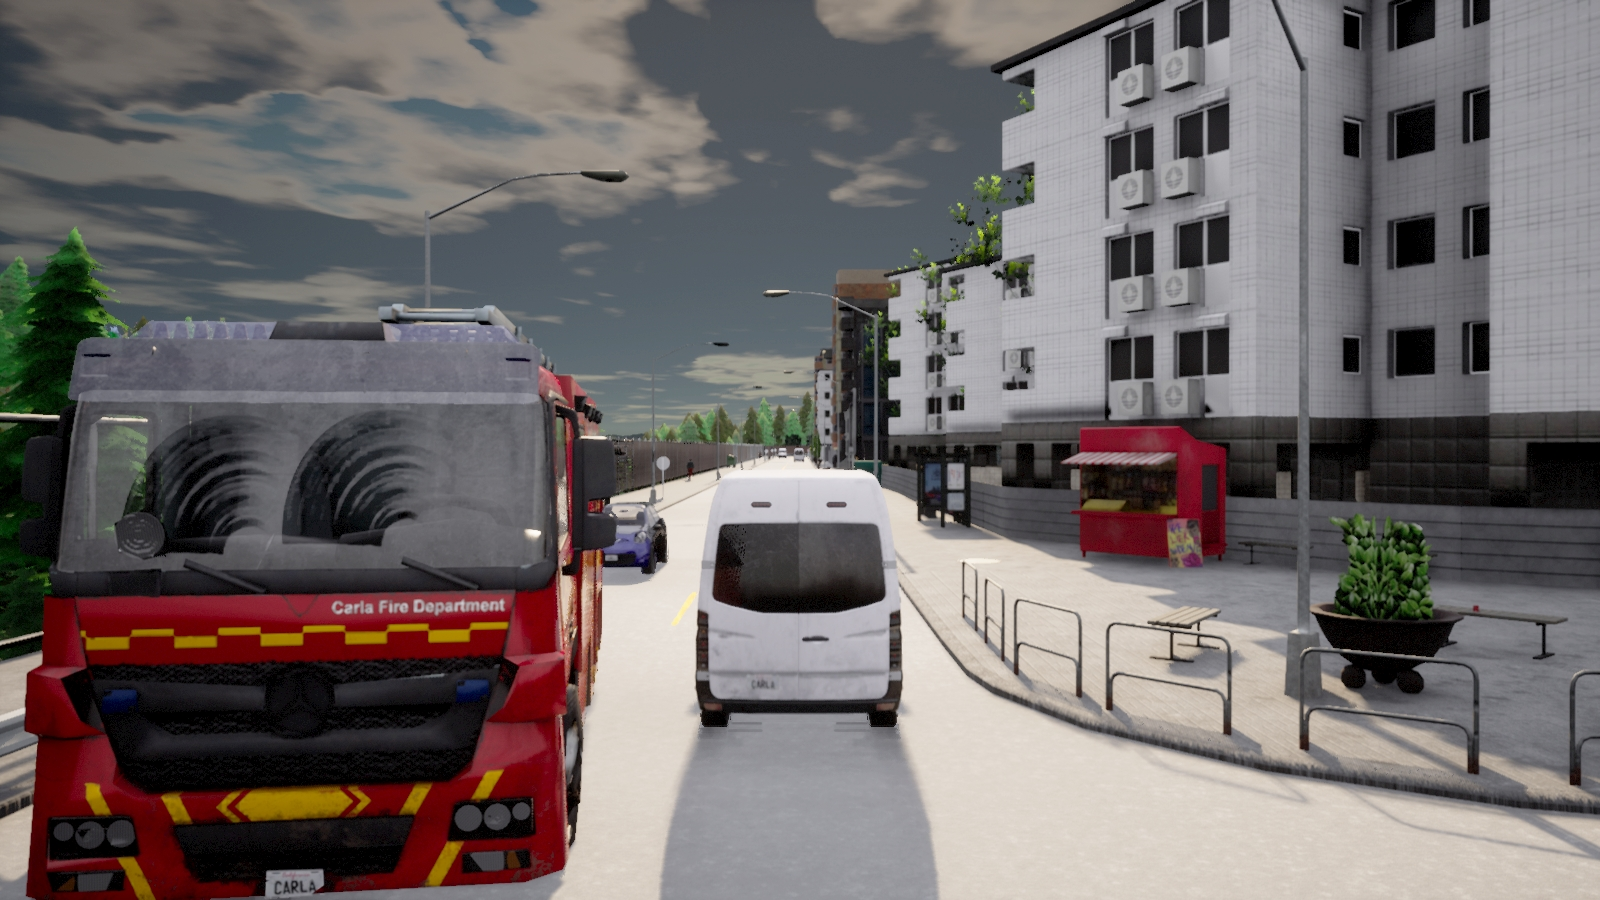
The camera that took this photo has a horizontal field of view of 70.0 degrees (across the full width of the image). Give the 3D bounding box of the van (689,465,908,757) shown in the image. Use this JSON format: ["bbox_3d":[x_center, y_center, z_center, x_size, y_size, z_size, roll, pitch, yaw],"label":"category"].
[{"bbox_3d":[-0.017,1.496,13.327,1.988,2.561,5.915,0,0,0],"label":"van"}]

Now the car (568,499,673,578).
[{"bbox_3d":[-4.023,1.967,26.179,1.845,1.501,3.633,0,0,0],"label":"car"}]

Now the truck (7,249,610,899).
[{"bbox_3d":[-3.279,0.860,10.318,2.891,3.827,8.468,0,0,-8],"label":"truck"}]
